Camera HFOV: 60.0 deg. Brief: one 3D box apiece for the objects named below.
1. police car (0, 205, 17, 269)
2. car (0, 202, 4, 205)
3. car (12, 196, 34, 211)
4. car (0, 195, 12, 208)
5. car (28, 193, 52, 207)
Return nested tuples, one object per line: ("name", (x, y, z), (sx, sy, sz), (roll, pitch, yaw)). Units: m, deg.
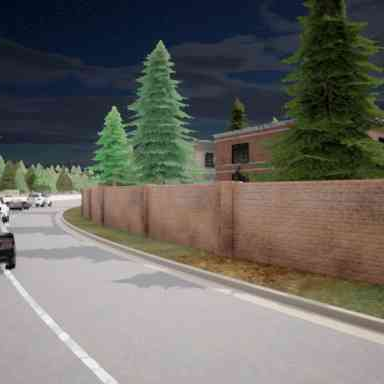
("police car", (-6.844, 1.424, 10.499), (1.930, 1.638, 5.238), (0, 0, -34))
("car", (-11.331, 1.503, 17.800), (1.837, 1.490, 4.892), (0, 0, -29))
("car", (-20.912, 1.559, 39.848), (1.994, 1.385, 4.181), (0, 0, -12))
("car", (-13.714, 1.221, 22.465), (2.150, 2.045, 5.566), (0, 0, -25))
("car", (-22.780, 1.215, 49.741), (2.150, 2.045, 5.566), (0, 0, -6))
